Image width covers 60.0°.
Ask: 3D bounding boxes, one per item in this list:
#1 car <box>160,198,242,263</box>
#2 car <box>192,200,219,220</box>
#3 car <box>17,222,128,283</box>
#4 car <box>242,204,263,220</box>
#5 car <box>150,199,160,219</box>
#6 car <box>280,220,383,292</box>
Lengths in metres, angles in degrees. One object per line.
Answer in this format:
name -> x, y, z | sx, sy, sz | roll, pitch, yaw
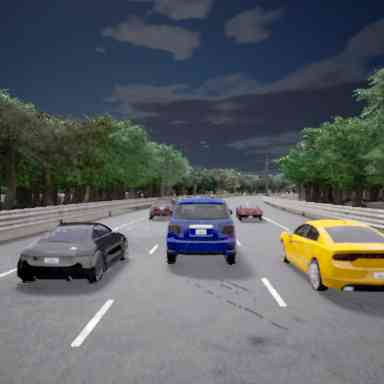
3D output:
car -> 0.339, 1.228, 12.118 | 2.150, 2.045, 5.566 | 0, 0, 2
car -> 1.265, 1.505, 29.097 | 2.128, 1.511, 4.902 | 0, 0, 4
car -> -3.217, 1.566, 9.758 | 1.994, 1.385, 4.181 | 0, 0, 1
car -> 4.663, 1.618, 27.751 | 1.895, 1.301, 4.718 | 0, 0, 4
car -> -2.265, 1.362, 28.753 | 2.097, 1.767, 4.553 | 0, 0, 4
car -> 3.758, 1.486, 8.986 | 1.882, 1.535, 5.008 | 0, 0, 1
